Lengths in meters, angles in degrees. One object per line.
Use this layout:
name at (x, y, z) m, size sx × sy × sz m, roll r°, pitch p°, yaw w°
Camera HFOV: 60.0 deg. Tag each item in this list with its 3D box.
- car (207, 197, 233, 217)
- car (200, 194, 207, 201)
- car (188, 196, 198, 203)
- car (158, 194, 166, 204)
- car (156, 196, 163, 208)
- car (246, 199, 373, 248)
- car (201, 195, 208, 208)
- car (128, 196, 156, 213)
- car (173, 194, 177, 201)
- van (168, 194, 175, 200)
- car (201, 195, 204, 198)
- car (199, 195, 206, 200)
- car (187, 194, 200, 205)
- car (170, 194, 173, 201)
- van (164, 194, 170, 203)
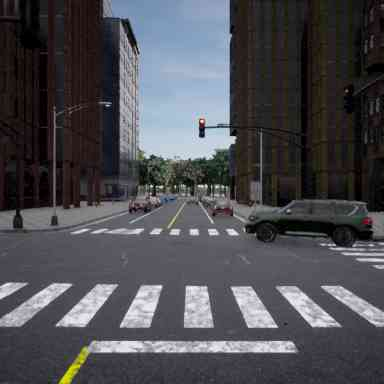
car at (2.787, 1.444, 31.713) m, size 1.967 × 1.590 × 4.097 m, roll 0°, pitch 0°, yaw 0°
car at (2.808, 1.559, 58.901) m, size 1.887 × 1.381 × 4.507 m, roll 0°, pitch 0°, yaw 0°
car at (0.155, 1.584, 69.774) m, size 1.994 × 1.385 × 4.181 m, roll 0°, pitch 0°, yaw 0°
car at (-5.722, 1.537, 53.300) m, size 1.752 × 1.417 × 4.829 m, roll 0°, pitch 0°, yaw 0°
car at (-5.726, 1.591, 48.032) m, size 1.802 × 1.307 × 4.206 m, roll 0°, pitch 0°, yaw 0°
car at (5.365, 1.344, 15.605) m, size 5.566 × 2.045 × 2.150 m, roll 2°, pitch 2°, yaw 16°
car at (2.799, 1.560, 48.025) m, size 2.008 × 1.369 × 4.403 m, roll 0°, pitch 0°, yaw 0°
car at (-5.734, 1.321, 37.157) m, size 2.192 × 1.841 × 5.009 m, roll 0°, pitch 0°, yaw 0°
car at (-5.696, 1.597, 86.095) m, size 1.947 × 1.339 × 4.313 m, roll 0°, pitch 0°, yaw 0°
van at (-5.693, 1.376, 91.533) m, size 1.690 × 1.788 × 3.998 m, roll 0°, pitch 0°, yaw 0°
car at (2.804, 1.556, 53.463) m, size 1.887 × 1.381 × 4.507 m, roll 0°, pitch 0°, yaw 0°
car at (2.833, 1.561, 91.696) m, size 1.752 × 1.417 × 4.829 m, roll 0°, pitch 0°, yaw 0°
car at (0.142, 1.562, 59.484) m, size 2.033 × 1.411 × 5.357 m, roll 0°, pitch 0°, yaw 0°
car at (-5.709, 1.571, 69.783) m, size 2.008 × 1.369 × 4.403 m, roll 0°, pitch 0°, yaw 0°
van at (-5.714, 1.358, 64.345) m, size 1.690 × 1.788 × 3.998 m, roll 0°, pitch 0°, yaw 0°
